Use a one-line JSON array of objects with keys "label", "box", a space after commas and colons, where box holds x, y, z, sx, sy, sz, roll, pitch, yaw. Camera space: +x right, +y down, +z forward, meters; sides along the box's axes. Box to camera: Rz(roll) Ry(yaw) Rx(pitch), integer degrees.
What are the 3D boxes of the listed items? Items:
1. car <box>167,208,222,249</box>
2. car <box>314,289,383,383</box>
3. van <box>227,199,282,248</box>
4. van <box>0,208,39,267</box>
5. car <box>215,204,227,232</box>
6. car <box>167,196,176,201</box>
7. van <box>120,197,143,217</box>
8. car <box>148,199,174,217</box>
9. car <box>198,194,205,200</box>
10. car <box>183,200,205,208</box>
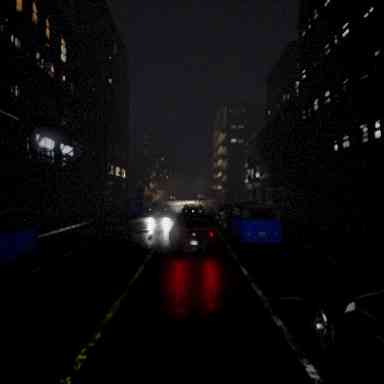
[{"label": "car", "box": [0.089, 1.622, 14.708, 1.895, 1.301, 4.718, 0, 0, 0]}, {"label": "car", "box": [2.694, 1.570, 3.226, 1.947, 1.339, 4.313, 0, 0, 0]}, {"label": "van", "box": [2.693, 1.362, 14.552, 1.690, 1.788, 3.998, 0, 0, 0]}, {"label": "van", "box": [-5.686, 1.354, 8.887, 1.690, 1.788, 3.998, 0, 0, 0]}, {"label": "car", "box": [2.690, 1.596, 20.213, 1.947, 1.339, 4.313, 0, 0, 0]}, {"label": "car", "box": [-5.707, 1.770, 86.584, 1.947, 1.339, 4.313, 0, 0, 0]}, {"label": "van", "box": [-5.692, 1.393, 31.534, 1.690, 1.788, 3.998, 0, 0, 0]}, {"label": "car", "box": [-3.107, 1.654, 32.545, 1.895, 1.301, 4.718, 0, 0, 0]}, {"label": "car", "box": [2.672, 1.768, 92.216, 1.887, 1.381, 4.507, 0, 0, 0]}, {"label": "car", "box": [0.086, 1.649, 29.879, 1.895, 1.301, 4.718, 0, 0, 0]}]
